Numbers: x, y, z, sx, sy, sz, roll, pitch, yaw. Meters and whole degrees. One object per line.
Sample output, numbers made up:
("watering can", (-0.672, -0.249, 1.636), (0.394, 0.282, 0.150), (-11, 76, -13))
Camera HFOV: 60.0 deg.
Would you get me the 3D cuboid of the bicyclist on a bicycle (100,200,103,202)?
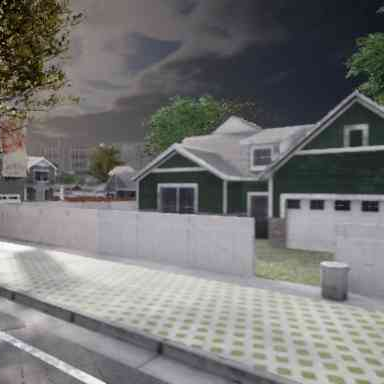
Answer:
("bicyclist on a bicycle", (-7.866, 1.575, 29.250), (1.656, 1.620, 0.582), (0, 0, 34))
